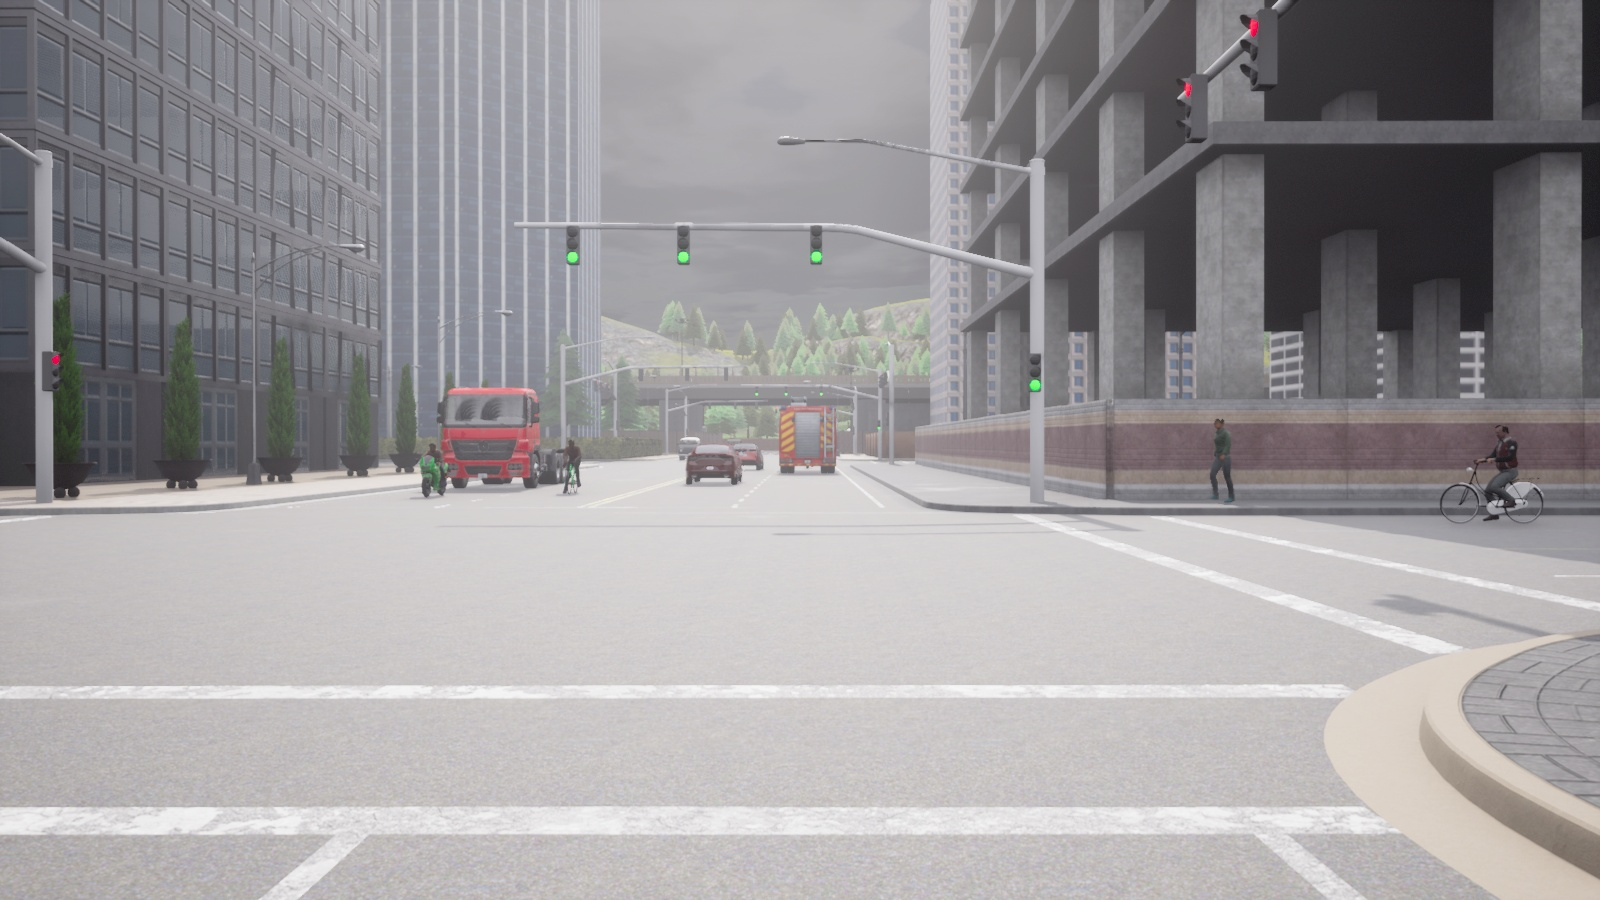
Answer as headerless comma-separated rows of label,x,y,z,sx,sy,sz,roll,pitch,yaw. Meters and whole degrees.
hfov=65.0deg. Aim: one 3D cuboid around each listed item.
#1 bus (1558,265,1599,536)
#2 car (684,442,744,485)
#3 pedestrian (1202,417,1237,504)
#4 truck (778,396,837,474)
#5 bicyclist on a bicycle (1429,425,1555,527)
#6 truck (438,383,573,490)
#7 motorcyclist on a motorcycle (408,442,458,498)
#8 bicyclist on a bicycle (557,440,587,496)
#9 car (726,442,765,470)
bus,17.664,-0.765,18.756,10.273,4.253,3.944,0,0,0
car,-3.207,0.483,47.618,1.882,1.535,5.008,0,0,0
pedestrian,8.943,0.220,26.780,0.614,1.847,0.353,0,0,-20
truck,0.400,-0.747,65.790,2.891,3.827,8.468,0,0,0
bicyclist on a bicycle,12.258,0.460,22.275,1.843,1.776,0.659,0,0,0
truck,-10.228,-0.466,44.530,2.891,3.462,7.936,0,0,0
motorcyclist on a motorcycle,-10.279,0.544,35.259,0.797,1.523,2.044,0,0,0
bicyclist on a bicycle,-6.767,0.507,37.342,0.582,1.620,1.656,0,1,0
car,-3.068,0.334,71.463,2.007,1.525,4.514,0,0,0
